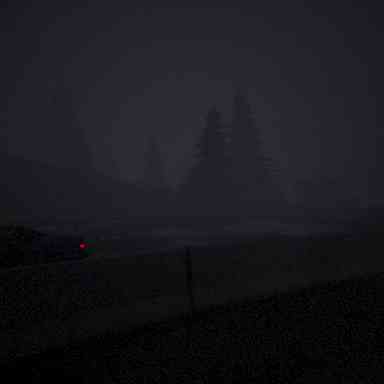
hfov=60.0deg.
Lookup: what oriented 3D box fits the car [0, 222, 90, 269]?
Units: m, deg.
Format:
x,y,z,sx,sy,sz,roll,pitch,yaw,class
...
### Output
x,y,z,sx,sy,sz,roll,pitch,yaw,class
-5.493,1.524,8.587,5.357,1.411,2.033,0,0,-35,car
